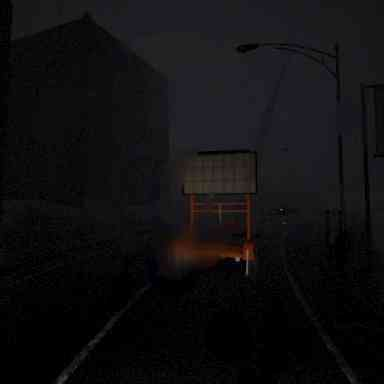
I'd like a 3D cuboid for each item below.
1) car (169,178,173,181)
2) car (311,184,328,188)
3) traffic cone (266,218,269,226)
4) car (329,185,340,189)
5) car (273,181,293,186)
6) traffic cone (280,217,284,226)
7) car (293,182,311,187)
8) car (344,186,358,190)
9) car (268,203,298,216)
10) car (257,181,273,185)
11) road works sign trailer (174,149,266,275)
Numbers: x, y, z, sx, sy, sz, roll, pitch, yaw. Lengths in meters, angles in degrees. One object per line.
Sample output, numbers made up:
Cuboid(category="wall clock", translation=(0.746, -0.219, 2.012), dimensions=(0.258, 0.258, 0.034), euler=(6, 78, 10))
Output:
Cuboid(category="car", translation=(-5.940, -2.458, 63.455), dimensions=(4.553, 1.767, 2.185), euler=(1, -5, -23))
Cuboid(category="car", translation=(29.402, -1.110, 79.387), dimensions=(4.792, 1.488, 2.163), euler=(2, -5, -27))
Cuboid(category="traffic cone", translation=(5.170, 2.063, 22.988), dimensions=(0.340, 0.580, 0.340), euler=(-2, -1, 16))
Cuboid(category="car", translation=(34.247, -0.886, 82.023), dimensions=(4.674, 1.452, 2.002), euler=(3, -5, -29))
Cuboid(category="car", translation=(19.366, -1.551, 74.320), dimensions=(5.008, 1.535, 2.097), euler=(2, -5, -25))
Cuboid(category="traffic cone", translation=(6.121, 2.032, 22.699), dimensions=(0.340, 0.580, 0.340), euler=(-2, -1, 17))
Cuboid(category="car", translation=(24.323, -1.479, 76.760), dimensions=(4.553, 1.767, 2.185), euler=(2, -5, -26))
Cuboid(category="car", translation=(38.948, -0.704, 84.717), dimensions=(4.892, 1.521, 2.231), euler=(3, -5, -30))
Cuboid(category="car", translation=(10.235, 1.937, 37.425), dimensions=(1.812, 1.442, 4.674), euler=(-4, -3, 39))
Cuboid(category="car", translation=(14.336, -1.700, 71.982), dimensions=(4.674, 1.452, 2.002), euler=(2, -5, -24))
Cuboid(category="road works sign trailer", translation=(0.922, 0.487, 10.660), dimensions=(2.380, 3.560, 2.880), euler=(-1, 0, 17))
